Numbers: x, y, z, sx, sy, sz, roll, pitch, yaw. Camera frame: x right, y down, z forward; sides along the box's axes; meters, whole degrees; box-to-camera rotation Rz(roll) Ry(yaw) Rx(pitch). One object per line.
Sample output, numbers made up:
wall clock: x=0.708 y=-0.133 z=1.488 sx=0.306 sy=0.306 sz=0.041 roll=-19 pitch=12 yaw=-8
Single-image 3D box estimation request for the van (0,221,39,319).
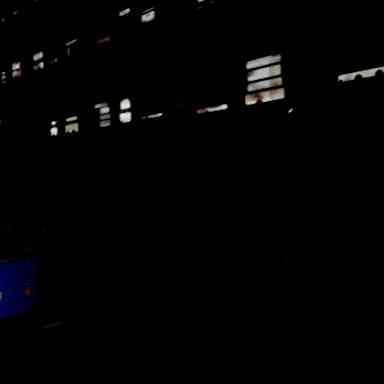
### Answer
van: x=-4.506 y=1.364 z=6.108 sx=3.998 sy=1.788 sz=1.690 roll=0 pitch=0 yaw=36
